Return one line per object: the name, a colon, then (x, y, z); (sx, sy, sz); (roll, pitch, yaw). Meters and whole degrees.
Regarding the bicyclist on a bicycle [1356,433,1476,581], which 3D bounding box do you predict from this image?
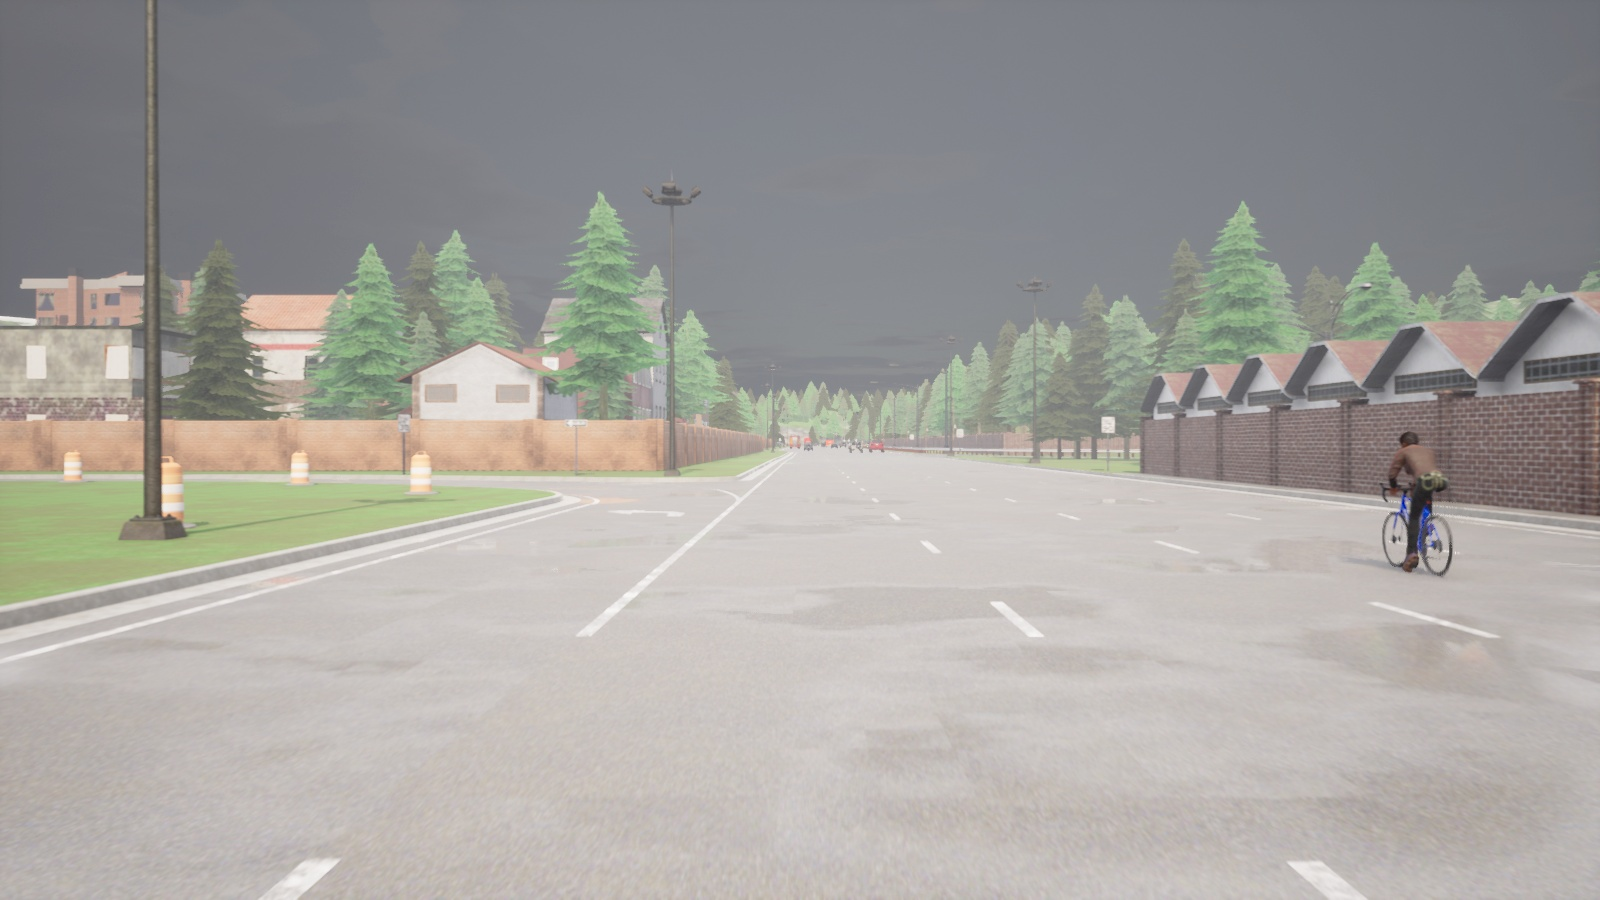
bicyclist on a bicycle: (7.098, 0.623, 14.546); (0.582, 1.620, 1.656); (0, 0, 0)
